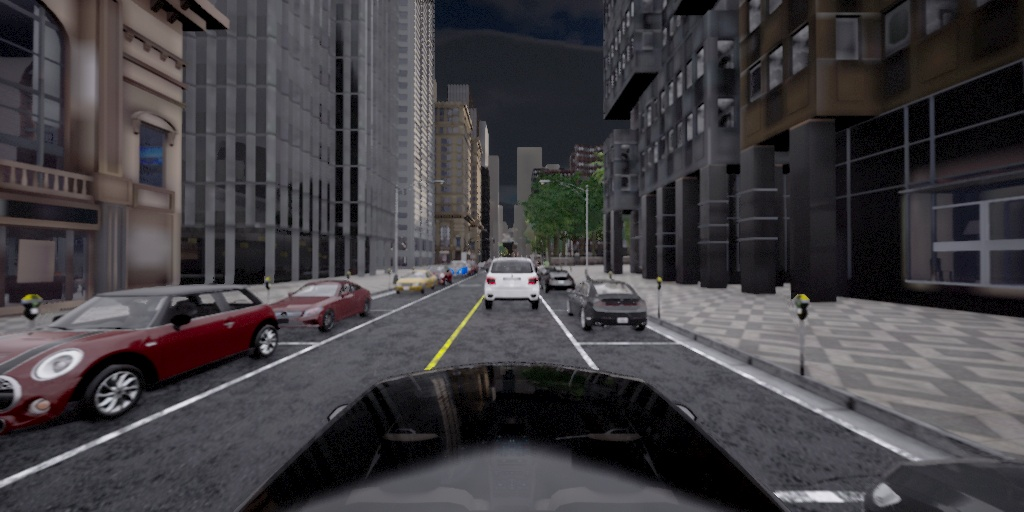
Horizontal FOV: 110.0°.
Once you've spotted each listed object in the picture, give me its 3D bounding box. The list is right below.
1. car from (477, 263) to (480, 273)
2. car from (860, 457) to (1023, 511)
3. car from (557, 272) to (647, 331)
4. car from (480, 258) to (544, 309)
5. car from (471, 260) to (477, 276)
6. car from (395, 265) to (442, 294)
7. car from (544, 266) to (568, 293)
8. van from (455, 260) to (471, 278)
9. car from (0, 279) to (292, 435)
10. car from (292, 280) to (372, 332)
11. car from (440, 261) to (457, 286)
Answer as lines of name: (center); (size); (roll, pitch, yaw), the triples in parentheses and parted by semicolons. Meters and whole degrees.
car: (-5.772, 1.501, 49.543); (2.192, 1.841, 5.009); (0, 0, 0)
car: (2.763, 1.285, 0.150); (2.007, 1.370, 4.403); (0, 0, 0)
car: (2.761, 1.389, 11.125); (2.007, 1.370, 4.403); (0, 0, 0)
car: (-0.001, 1.098, 15.884); (2.150, 2.045, 5.566); (0, 0, 0)
car: (-5.771, 1.576, 44.056); (1.967, 1.591, 4.097); (0, 0, 0)
car: (-5.766, 1.463, 21.936); (1.751, 1.417, 4.829); (0, 0, 0)
car: (2.759, 1.504, 22.098); (1.948, 1.339, 4.313); (0, 0, 0)
van: (-5.770, 1.428, 38.569); (1.690, 1.789, 3.998); (0, 0, 0)
car: (-5.763, 1.227, 5.643); (1.967, 1.591, 4.097); (0, 0, 0)
car: (-5.764, 1.420, 11.131); (1.802, 1.307, 4.207); (0, 0, 0)
car: (-5.768, 1.427, 27.594); (1.967, 1.591, 4.097); (0, 0, 0)
